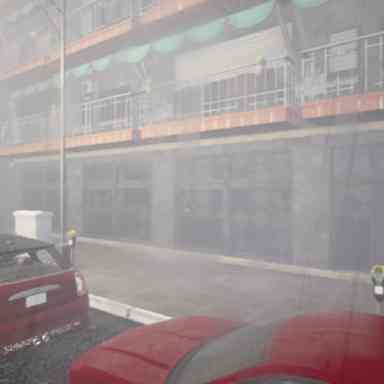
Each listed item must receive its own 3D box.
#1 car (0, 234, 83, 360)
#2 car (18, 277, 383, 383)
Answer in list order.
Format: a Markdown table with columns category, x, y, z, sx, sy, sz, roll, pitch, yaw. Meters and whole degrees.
| category | x | y | z | sx | sy | sz | roll | pitch | yaw |
| --- | --- | --- | --- | --- | --- | --- | --- | --- | --- |
| car | -3.594 | 1.410 | 5.435 | 4.097 | 1.590 | 1.967 | 0 | 0 | 35 |
| car | 0.990 | 1.543 | 2.169 | 4.507 | 1.381 | 1.887 | 0 | 0 | 35 |
